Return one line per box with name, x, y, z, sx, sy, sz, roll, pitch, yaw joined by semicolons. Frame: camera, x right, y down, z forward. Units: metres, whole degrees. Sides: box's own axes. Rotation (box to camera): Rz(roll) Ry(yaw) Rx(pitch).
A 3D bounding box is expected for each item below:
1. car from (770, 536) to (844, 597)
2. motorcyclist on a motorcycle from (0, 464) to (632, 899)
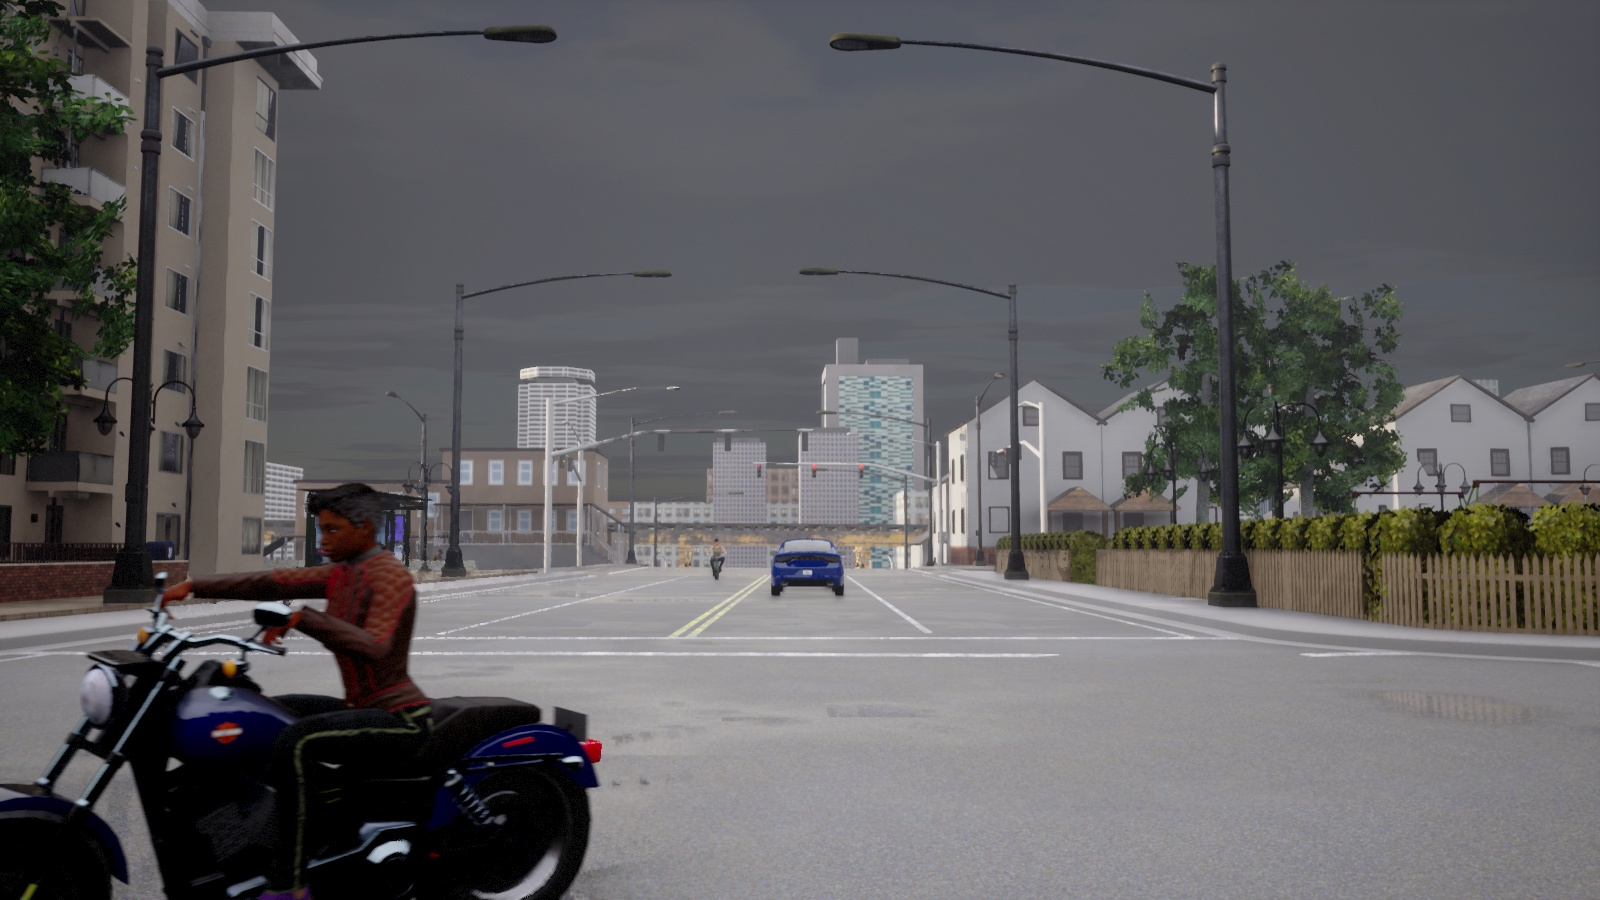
car;0.200;3.150;34.259;1.882;1.535;5.008;0;-4;0
motorcyclist on a motorcycle;-1.756;0.901;4.001;2.350;1.649;0.766;4;-3;-42
